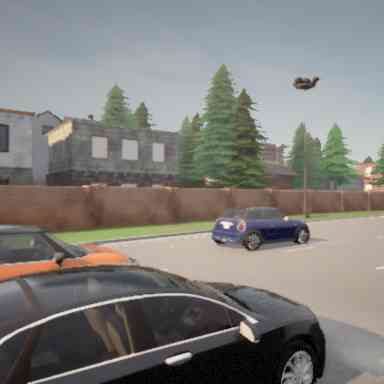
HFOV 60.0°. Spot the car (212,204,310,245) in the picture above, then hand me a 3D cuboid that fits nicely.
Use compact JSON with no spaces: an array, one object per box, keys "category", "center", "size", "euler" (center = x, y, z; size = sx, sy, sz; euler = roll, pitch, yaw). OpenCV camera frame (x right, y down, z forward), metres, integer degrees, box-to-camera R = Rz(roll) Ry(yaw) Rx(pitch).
[{"category":"car","center":[3.125,1.414,14.611],"size":[4.553,1.767,2.097],"euler":[1,0,-35]}]

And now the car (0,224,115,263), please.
[{"category":"car","center":[-3.047,1.356,5.872],"size":[4.553,1.767,2.097],"euler":[1,0,-35]}]

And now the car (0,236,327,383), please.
[{"category":"car","center":[-0.640,1.514,3.290],"size":[4.892,1.490,1.837],"euler":[0,0,-35]}]
